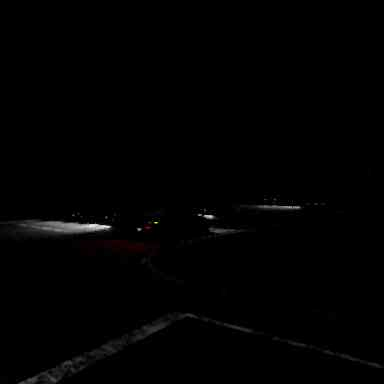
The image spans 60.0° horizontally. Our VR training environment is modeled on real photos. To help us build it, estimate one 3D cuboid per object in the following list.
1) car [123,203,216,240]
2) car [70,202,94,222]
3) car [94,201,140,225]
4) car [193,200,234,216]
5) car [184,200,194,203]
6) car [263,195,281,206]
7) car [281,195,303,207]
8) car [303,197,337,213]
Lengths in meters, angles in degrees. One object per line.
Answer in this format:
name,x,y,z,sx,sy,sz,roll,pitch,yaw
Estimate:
car,-0.978,1.514,17.106,1.812,1.442,4.674,0,0,39
car,-7.194,1.479,26.305,1.837,1.490,4.892,0,0,39
car,-4.533,1.543,24.028,1.994,1.385,4.181,0,0,39
car,2.447,1.531,32.782,1.994,1.385,4.181,0,0,38
car,0.124,1.525,35.486,1.994,1.385,4.181,0,0,38
car,12.946,1.206,52.314,2.097,1.767,4.553,0,1,35
car,15.387,1.430,49.724,1.994,1.385,4.181,0,0,36
car,14.194,1.293,36.281,2.097,1.767,4.553,0,0,37
